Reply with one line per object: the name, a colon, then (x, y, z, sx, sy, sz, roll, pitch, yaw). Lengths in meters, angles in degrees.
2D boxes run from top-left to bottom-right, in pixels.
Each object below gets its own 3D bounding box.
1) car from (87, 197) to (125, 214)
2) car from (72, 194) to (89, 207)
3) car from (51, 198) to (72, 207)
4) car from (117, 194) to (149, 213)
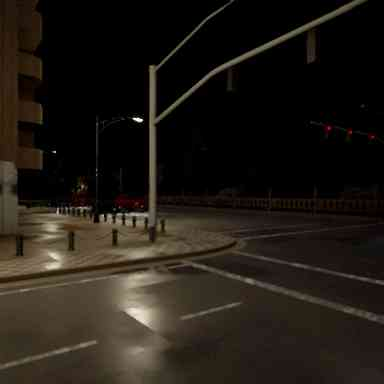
car: (-9.416, 1.563, 36.309, 1.837, 1.490, 4.892, 0, 0, -36)
car: (-17.941, 1.386, 54.140, 2.150, 2.045, 5.566, 0, 0, -36)
car: (-20.789, 1.605, 52.105, 1.812, 1.442, 4.674, 0, 0, -36)
car: (-7.161, 1.280, 39.157, 2.150, 2.045, 5.566, 0, 0, -36)
